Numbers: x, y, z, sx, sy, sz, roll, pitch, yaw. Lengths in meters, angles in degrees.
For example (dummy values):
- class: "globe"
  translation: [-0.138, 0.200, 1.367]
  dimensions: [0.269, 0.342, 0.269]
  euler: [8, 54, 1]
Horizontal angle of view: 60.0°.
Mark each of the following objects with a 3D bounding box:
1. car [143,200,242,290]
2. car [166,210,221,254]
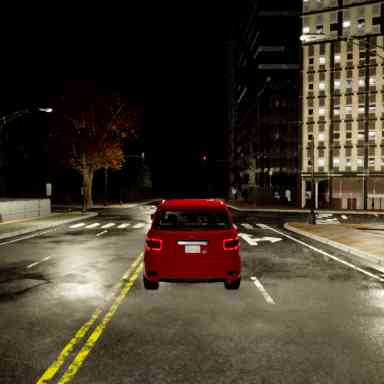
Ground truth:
- class: "car"
  translation: [-0.022, 1.218, 9.215]
  dimensions: [2.150, 2.045, 5.566]
  euler: [0, 0, -1]
- class: "car"
  translation: [0.062, 1.560, 14.154]
  dimensions: [1.994, 1.385, 4.181]
  euler: [0, 0, 0]
